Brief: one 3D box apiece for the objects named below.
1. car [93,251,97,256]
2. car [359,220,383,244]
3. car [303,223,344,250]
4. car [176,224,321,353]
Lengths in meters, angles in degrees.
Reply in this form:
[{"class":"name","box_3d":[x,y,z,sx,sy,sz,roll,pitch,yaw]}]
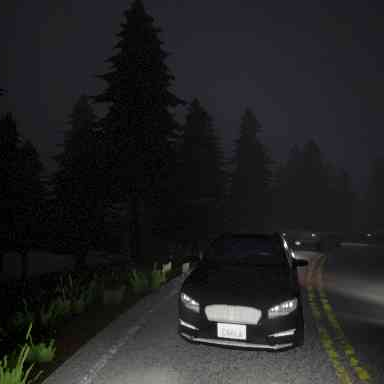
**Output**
[{"class":"car","box_3d":[-20.285,13.650,72.956,4.181,1.381,1.994,-2,-5,31]},{"class":"car","box_3d":[15.804,3.222,26.443,5.566,2.045,2.150,8,-8,-28]},{"class":"car","box_3d":[6.479,2.306,17.669,1.895,1.301,4.718,-3,-6,39]},{"class":"car","box_3d":[1.131,1.561,6.594,2.128,1.511,4.902,-1,-2,15]}]
